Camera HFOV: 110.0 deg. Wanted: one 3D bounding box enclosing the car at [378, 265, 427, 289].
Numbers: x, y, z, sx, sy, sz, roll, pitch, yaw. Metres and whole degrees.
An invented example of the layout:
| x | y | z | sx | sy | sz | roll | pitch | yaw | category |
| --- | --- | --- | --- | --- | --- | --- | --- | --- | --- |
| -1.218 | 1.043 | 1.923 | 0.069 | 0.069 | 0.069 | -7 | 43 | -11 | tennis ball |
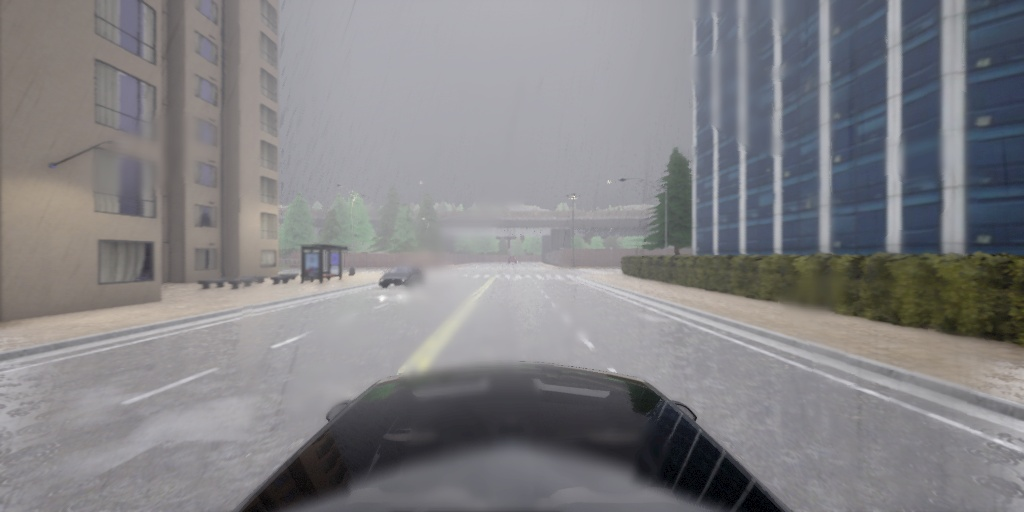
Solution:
| x | y | z | sx | sy | sz | roll | pitch | yaw | category |
| --- | --- | --- | --- | --- | --- | --- | --- | --- | --- |
| -6.988 | 1.318 | 23.563 | 2.033 | 1.411 | 5.357 | 0 | 0 | 0 | car |
